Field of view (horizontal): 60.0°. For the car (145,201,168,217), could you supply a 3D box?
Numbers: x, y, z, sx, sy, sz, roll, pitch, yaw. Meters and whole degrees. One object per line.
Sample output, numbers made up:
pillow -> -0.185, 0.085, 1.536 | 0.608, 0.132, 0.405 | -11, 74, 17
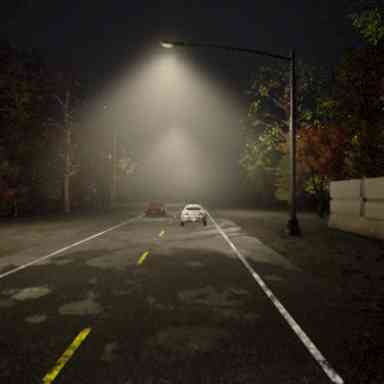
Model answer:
car -> -3.570, 1.697, 33.967 | 1.882, 1.535, 5.008 | 0, 0, 0

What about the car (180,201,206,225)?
car -> 0.112, 1.694, 25.299 | 1.812, 1.442, 4.674 | 0, 0, 0

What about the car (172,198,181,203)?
car -> -3.445, 1.918, 75.394 | 1.895, 1.301, 4.718 | 0, 0, 0
